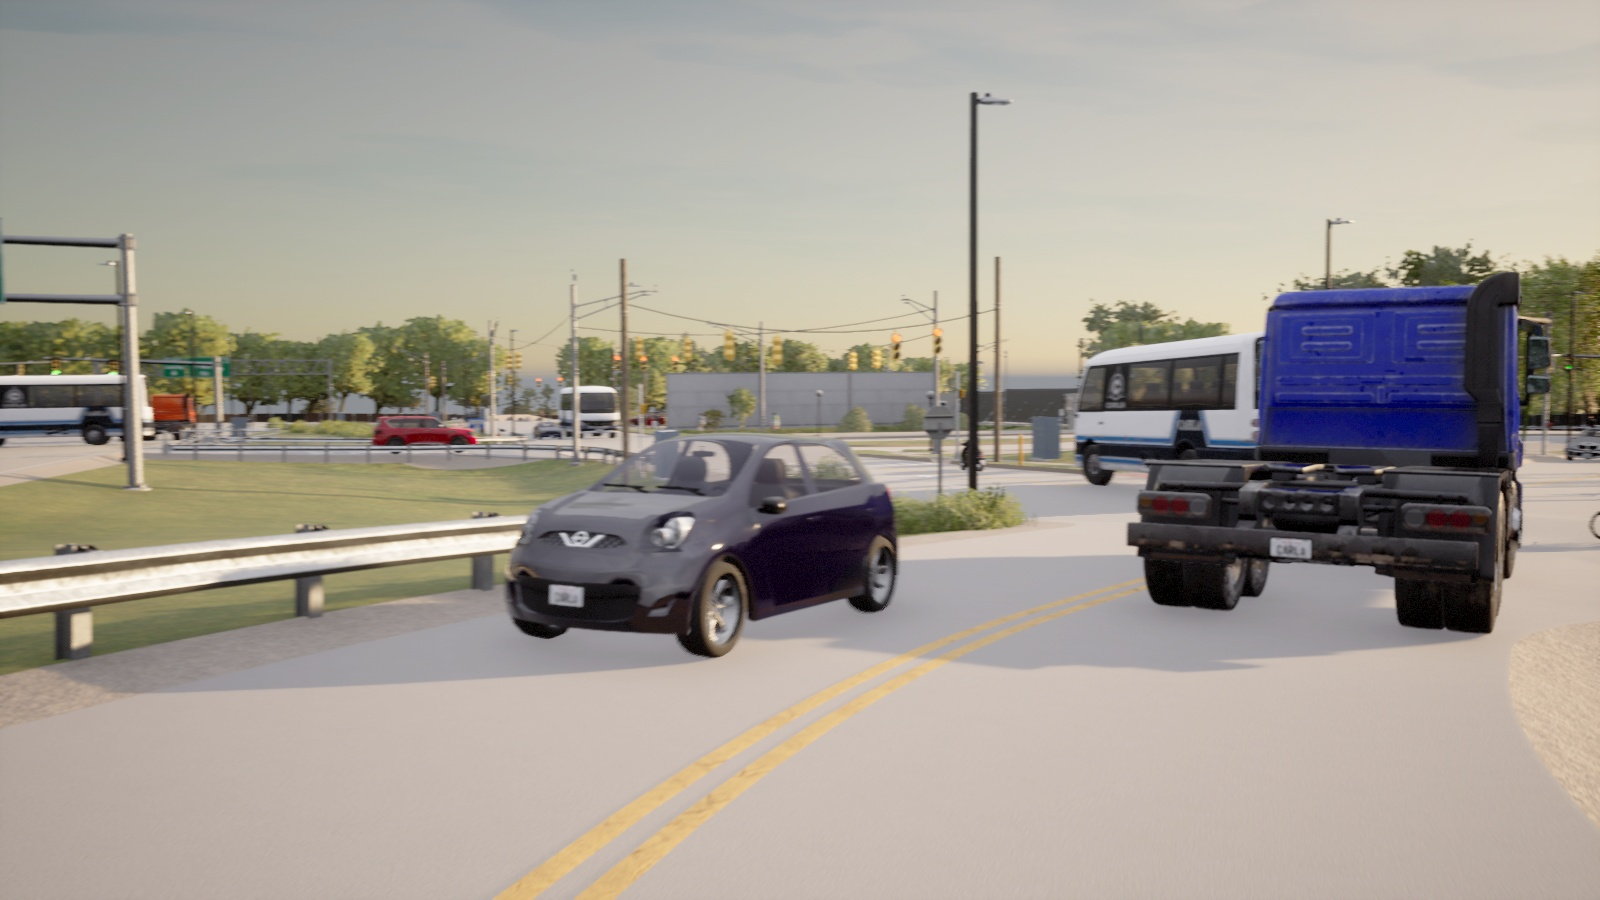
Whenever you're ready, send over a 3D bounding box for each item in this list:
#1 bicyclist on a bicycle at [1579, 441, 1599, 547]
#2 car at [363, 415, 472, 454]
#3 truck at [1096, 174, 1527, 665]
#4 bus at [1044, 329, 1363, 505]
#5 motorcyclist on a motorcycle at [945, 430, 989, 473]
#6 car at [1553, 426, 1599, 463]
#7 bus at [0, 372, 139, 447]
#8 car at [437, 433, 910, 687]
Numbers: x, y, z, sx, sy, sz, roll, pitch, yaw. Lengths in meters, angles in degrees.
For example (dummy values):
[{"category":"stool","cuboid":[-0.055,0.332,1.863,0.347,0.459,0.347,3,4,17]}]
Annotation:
[{"category":"bicyclist on a bicycle","cuboid":[13.191,0.678,19.747,1.509,1.612,0.866,-1,3,27]},{"category":"car","cuboid":[-20.849,-0.877,68.481,5.566,2.045,2.150,-1,2,-19]},{"category":"truck","cuboid":[5.749,-0.264,13.007,2.891,3.462,7.936,2,1,31]},{"category":"bus","cuboid":[10.925,-0.953,35.796,3.944,4.253,10.273,-1,2,-13]},{"category":"motorcyclist on a motorcycle","cuboid":[6.438,0.049,48.393,0.866,1.590,1.817,-2,2,-22]},{"category":"car","cuboid":[39.476,-0.301,62.433,4.611,1.667,2.242,-2,3,-43]},{"category":"bus","cuboid":[-45.562,-2.402,75.053,10.273,4.253,3.944,-2,2,-22]},{"category":"car","cuboid":[-0.749,0.643,9.581,1.845,1.501,3.633,1,1,28]}]
